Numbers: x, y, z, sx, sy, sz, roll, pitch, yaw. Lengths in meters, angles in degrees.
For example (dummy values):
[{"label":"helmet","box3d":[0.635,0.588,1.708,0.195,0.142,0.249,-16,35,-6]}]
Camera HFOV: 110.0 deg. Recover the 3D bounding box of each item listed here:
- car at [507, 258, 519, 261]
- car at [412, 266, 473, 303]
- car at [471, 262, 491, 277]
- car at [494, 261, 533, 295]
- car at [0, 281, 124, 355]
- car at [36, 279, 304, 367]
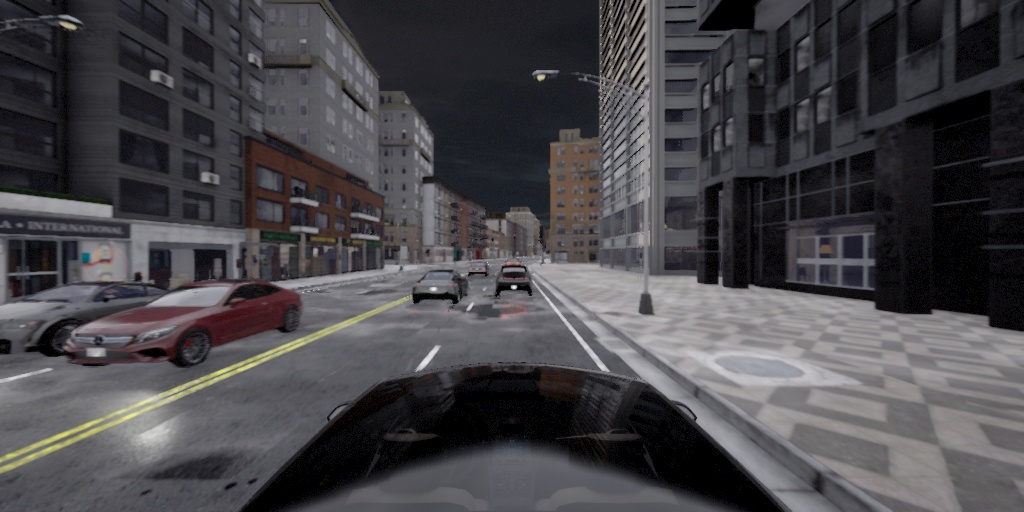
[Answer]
[{"label":"car","box3d":[0.178,1.015,43.550,2.097,1.767,4.553,0,0,1]},{"label":"car","box3d":[-3.152,1.295,16.441,1.994,1.385,4.181,0,0,0]},{"label":"car","box3d":[-3.153,1.244,35.013,2.033,1.411,5.357,0,0,0]},{"label":"car","box3d":[0.097,1.231,19.507,1.837,1.490,4.892,0,0,0]},{"label":"car","box3d":[-9.851,1.306,8.421,1.994,1.385,4.181,0,0,0]},{"label":"car","box3d":[-6.600,1.268,8.019,1.812,1.442,4.674,0,0,0]}]
